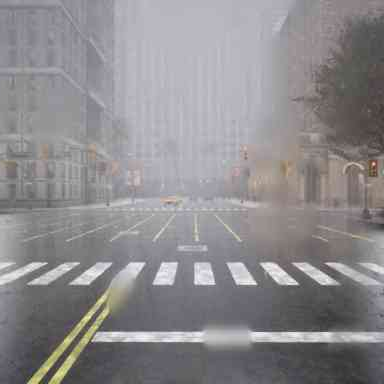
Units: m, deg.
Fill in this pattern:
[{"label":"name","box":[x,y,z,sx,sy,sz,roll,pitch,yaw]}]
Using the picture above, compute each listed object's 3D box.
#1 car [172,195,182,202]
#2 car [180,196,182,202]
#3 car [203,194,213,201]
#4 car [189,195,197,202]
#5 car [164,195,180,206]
[{"label":"car","box":[-3.303,1.478,75.044,1.882,1.535,5.008,0,0,1]},{"label":"car","box":[-3.464,1.478,64.819,1.882,1.535,5.008,0,0,1]},{"label":"car","box":[3.736,1.280,78.489,2.097,1.767,4.553,0,0,1]},{"label":"car","box":[0.236,1.449,78.556,2.128,1.511,4.902,0,0,1]},{"label":"car","box":[-3.546,1.478,55.510,1.882,1.535,5.008,0,0,0]}]
